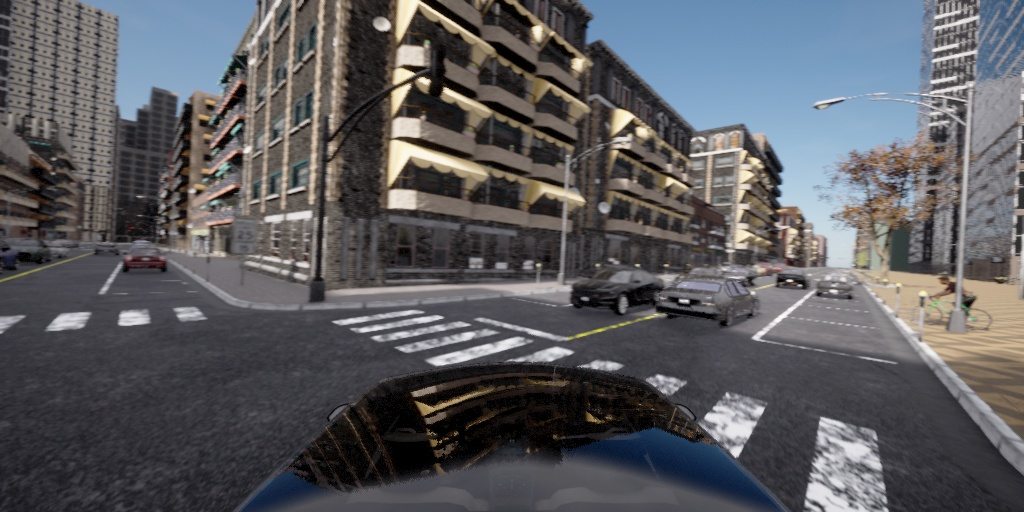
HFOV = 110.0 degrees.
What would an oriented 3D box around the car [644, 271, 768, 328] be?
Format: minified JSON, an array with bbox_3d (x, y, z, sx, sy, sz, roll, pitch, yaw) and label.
[{"bbox_3d":[6.741,1.401,12.065,5.357,1.411,2.033,2,1,-44],"label":"car"}]

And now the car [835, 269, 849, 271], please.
[{"bbox_3d":[27.712,2.063,30.568,2.007,1.370,4.403,0,0,43],"label":"car"}]

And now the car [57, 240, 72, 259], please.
[{"bbox_3d":[-40.172,-0.492,31.087,4.718,1.301,1.895,3,0,44],"label":"car"}]

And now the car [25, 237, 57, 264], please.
[{"bbox_3d":[-32.894,-0.414,24.127,4.553,1.767,2.097,3,0,44],"label":"car"}]

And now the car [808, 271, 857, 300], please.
[{"bbox_3d":[20.126,1.845,22.413,2.007,1.370,4.403,0,0,43],"label":"car"}]

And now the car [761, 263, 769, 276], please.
[{"bbox_3d":[32.849,2.015,48.384,1.751,1.417,4.829,0,0,43],"label":"car"}]

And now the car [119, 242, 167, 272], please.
[{"bbox_3d":[-23.238,0.136,22.707,4.097,1.591,1.967,0,0,44],"label":"car"}]

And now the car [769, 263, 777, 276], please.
[{"bbox_3d":[36.758,1.914,52.586,2.192,1.841,5.009,0,0,43],"label":"car"}]

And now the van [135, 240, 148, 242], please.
[{"bbox_3d":[-43.185,-0.859,41.817,3.998,1.789,1.690,0,0,44],"label":"van"}]

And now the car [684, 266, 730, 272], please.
[{"bbox_3d":[10.979,1.415,21.029,1.837,1.490,4.892,3,1,43],"label":"car"}]

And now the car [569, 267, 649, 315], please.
[{"bbox_3d":[4.127,1.193,13.665,1.882,1.535,5.008,3,1,43],"label":"car"}]

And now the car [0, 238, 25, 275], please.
[{"bbox_3d":[-25.658,-0.088,17.096,4.553,1.767,2.097,3,0,44],"label":"car"}]

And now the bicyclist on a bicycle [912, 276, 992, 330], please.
[{"bbox_3d":[13.971,1.481,11.416,1.656,1.620,0.582,3,1,43],"label":"bicyclist on a bicycle"}]

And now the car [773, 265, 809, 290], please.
[{"bbox_3d":[22.906,1.797,29.154,1.882,1.535,5.008,3,1,43],"label":"car"}]

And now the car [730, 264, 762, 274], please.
[{"bbox_3d":[17.875,1.600,28.424,2.128,1.511,4.902,3,1,43],"label":"car"}]

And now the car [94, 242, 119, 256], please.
[{"bbox_3d":[-45.875,-0.842,40.711,4.902,1.511,2.128,3,0,44],"label":"car"}]
